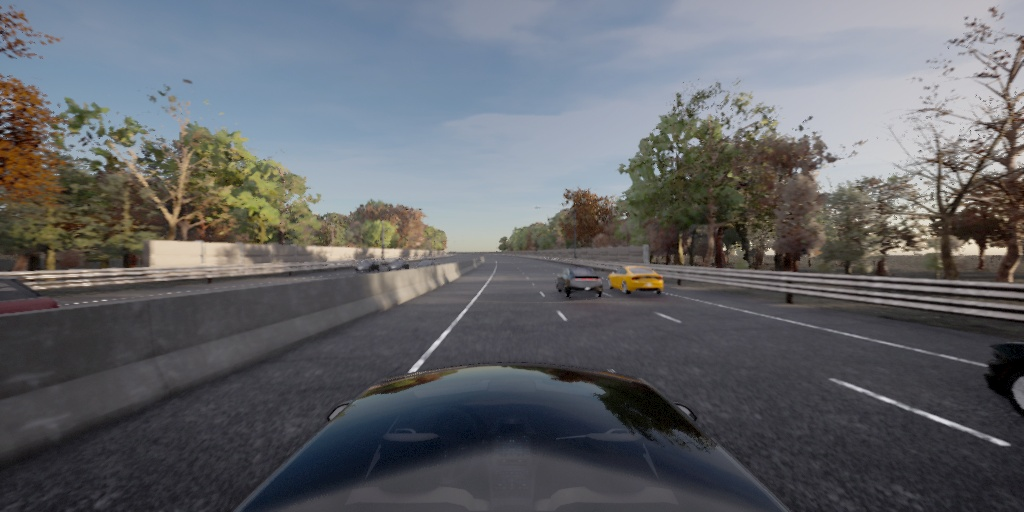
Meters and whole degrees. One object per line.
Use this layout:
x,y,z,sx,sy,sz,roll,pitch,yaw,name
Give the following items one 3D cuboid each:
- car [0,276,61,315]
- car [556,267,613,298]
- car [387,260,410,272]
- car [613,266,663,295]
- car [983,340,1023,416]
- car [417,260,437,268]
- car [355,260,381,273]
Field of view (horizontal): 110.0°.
-10.607,1.137,5.710,2.097,1.767,4.553,0,0,0,car
3.515,1.339,19.258,2.128,1.511,4.902,0,0,-1,car
-14.600,1.262,46.461,2.128,1.511,4.902,0,1,-1,car
7.000,1.327,20.847,1.882,1.535,5.008,0,0,-1,car
7.097,1.228,2.540,1.882,1.535,5.008,0,0,0,car
-11.127,1.268,47.161,1.837,1.490,4.892,0,1,-1,car
-18.082,1.277,45.103,2.128,1.511,4.902,0,1,-1,car
